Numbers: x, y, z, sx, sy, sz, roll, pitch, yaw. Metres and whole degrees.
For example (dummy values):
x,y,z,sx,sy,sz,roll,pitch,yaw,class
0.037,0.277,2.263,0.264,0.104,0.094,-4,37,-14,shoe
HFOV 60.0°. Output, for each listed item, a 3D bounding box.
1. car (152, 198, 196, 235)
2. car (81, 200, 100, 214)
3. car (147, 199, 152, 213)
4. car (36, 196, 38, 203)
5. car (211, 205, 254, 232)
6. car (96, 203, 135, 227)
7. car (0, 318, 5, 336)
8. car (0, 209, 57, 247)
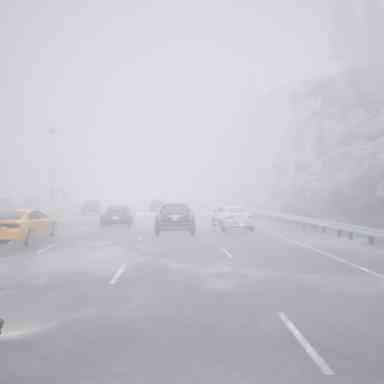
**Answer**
x,y,z,sx,sy,sz,roll,pitch,yaw,class
-1.027,1.342,18.767,2.097,1.767,4.553,0,0,-5,car
-10.491,1.546,34.881,2.033,1.411,5.357,0,0,-11,car
-3.945,1.489,37.583,1.837,1.490,4.892,0,0,-12,car
-28.689,1.497,60.260,1.882,1.535,5.008,0,0,-20,car
2.371,1.508,19.935,1.812,1.442,4.674,0,0,-6,car
-4.987,1.559,22.569,1.994,1.385,4.181,0,0,-7,car
-3.477,1.553,2.132,2.033,1.411,5.357,0,0,-1,car
-7.690,1.483,15.046,1.882,1.535,5.008,0,0,-5,car
